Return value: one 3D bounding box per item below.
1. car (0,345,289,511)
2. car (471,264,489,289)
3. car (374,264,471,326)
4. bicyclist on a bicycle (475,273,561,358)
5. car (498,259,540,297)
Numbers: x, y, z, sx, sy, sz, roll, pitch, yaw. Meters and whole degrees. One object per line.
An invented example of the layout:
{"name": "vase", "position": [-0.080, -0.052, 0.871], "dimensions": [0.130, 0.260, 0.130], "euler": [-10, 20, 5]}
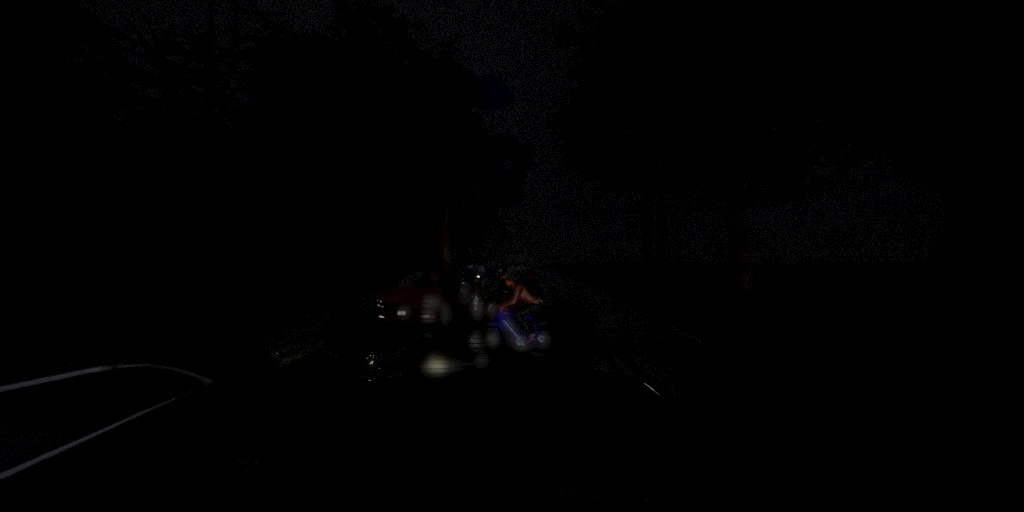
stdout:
{"name": "car", "position": [-2.886, 1.244, 1.096], "dimensions": [2.128, 1.511, 4.902], "euler": [0, 0, 1]}
{"name": "car", "position": [-2.524, 1.197, 21.816], "dimensions": [1.895, 1.301, 4.718], "euler": [0, 0, 1]}
{"name": "car", "position": [-2.706, 1.149, 11.513], "dimensions": [1.882, 1.535, 5.008], "euler": [0, 0, 1]}
{"name": "bicyclist on a bicycle", "position": [0.116, 1.144, 6.844], "dimensions": [1.656, 1.620, 0.582], "euler": [0, 0, 1]}
{"name": "car", "position": [0.351, 1.104, 18.012], "dimensions": [1.882, 1.535, 5.008], "euler": [0, 0, 1]}
